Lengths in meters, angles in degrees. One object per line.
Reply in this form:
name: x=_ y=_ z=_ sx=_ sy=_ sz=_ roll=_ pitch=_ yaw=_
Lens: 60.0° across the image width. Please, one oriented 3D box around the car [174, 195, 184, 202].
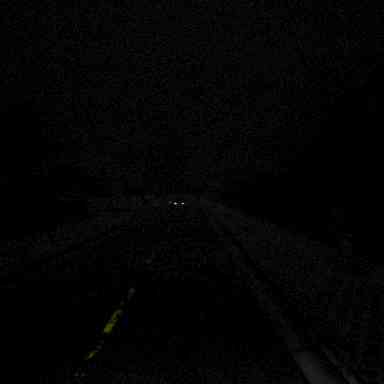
car: x=-2.881 y=1.427 z=75.918 sx=2.097 sy=1.767 sz=4.553 roll=0 pitch=0 yaw=-1
